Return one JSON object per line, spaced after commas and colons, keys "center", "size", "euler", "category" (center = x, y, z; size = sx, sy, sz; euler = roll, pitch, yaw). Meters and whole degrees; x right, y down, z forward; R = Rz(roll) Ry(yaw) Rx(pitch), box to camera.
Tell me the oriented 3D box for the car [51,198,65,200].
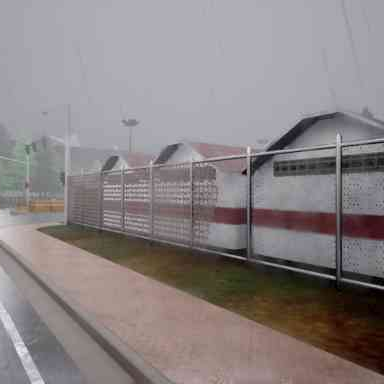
{"center": [-17.132, 1.505, 42.327], "size": [4.892, 1.490, 1.837], "euler": [0, 0, -38], "category": "car"}
